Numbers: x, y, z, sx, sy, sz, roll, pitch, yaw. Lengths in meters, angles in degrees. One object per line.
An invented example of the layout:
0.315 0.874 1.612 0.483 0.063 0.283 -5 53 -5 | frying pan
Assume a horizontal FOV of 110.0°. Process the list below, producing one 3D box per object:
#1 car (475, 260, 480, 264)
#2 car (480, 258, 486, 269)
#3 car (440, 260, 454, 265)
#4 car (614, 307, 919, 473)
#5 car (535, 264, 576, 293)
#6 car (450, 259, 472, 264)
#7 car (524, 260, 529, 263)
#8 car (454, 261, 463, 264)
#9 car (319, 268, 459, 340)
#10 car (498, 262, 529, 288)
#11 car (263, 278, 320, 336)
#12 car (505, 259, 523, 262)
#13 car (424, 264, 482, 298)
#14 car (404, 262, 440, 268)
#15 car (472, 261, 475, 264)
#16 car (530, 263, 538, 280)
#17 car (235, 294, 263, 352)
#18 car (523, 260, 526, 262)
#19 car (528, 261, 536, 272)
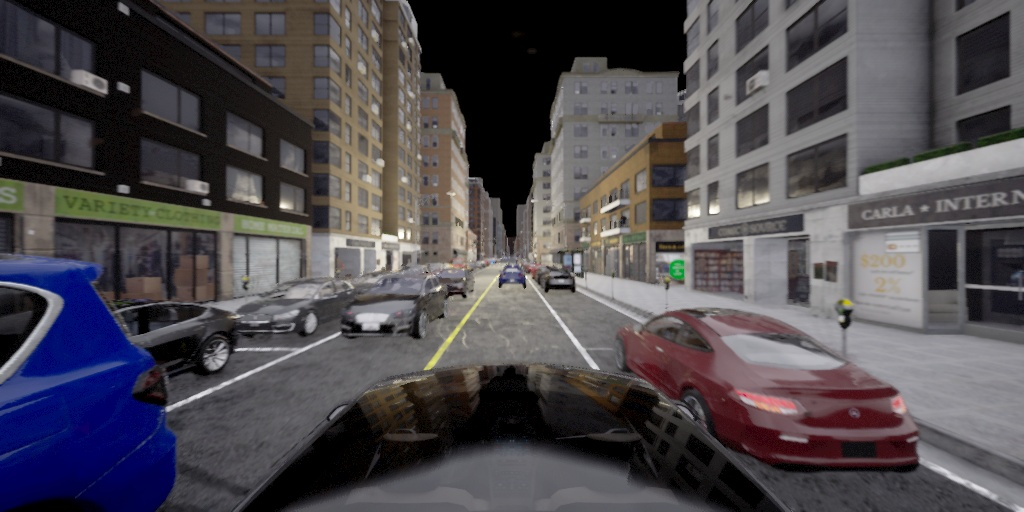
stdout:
-5.866 1.495 49.005 1.948 1.339 4.313 0 0 0 | car
-5.868 1.520 60.052 2.007 1.370 4.403 0 0 0 | car
-5.862 1.285 26.911 1.967 1.591 4.097 0 0 0 | car
2.667 1.344 4.826 1.802 1.307 4.207 0 0 0 | car
2.664 1.391 21.402 1.948 1.339 4.313 0 0 0 | car
-5.864 1.202 37.959 2.192 1.841 5.009 0 0 0 | car
2.661 1.491 43.502 1.802 1.307 4.207 0 0 0 | car
-5.863 1.392 32.265 1.751 1.417 4.829 0 0 0 | car
-3.030 1.273 10.201 2.128 1.511 4.902 0 0 1 | car
0.039 1.363 24.714 1.812 1.442 4.674 0 0 1 | car
-5.860 1.333 10.341 2.007 1.370 4.403 0 0 0 | car
0.086 1.487 47.373 1.994 1.385 4.181 0 0 0 | car
-3.050 1.364 19.208 2.033 1.411 5.357 0 0 1 | car
-5.861 1.264 21.388 1.967 1.591 4.097 0 0 0 | car
-5.865 1.434 43.312 1.751 1.417 4.829 0 0 0 | car
2.664 1.412 26.927 1.948 1.339 4.313 0 0 0 | car
-5.858 1.327 4.817 1.948 1.339 4.313 0 0 0 | car
2.660 1.475 49.027 1.888 1.381 4.507 0 0 0 | car
2.662 1.412 32.452 1.888 1.381 4.507 0 0 0 | car
